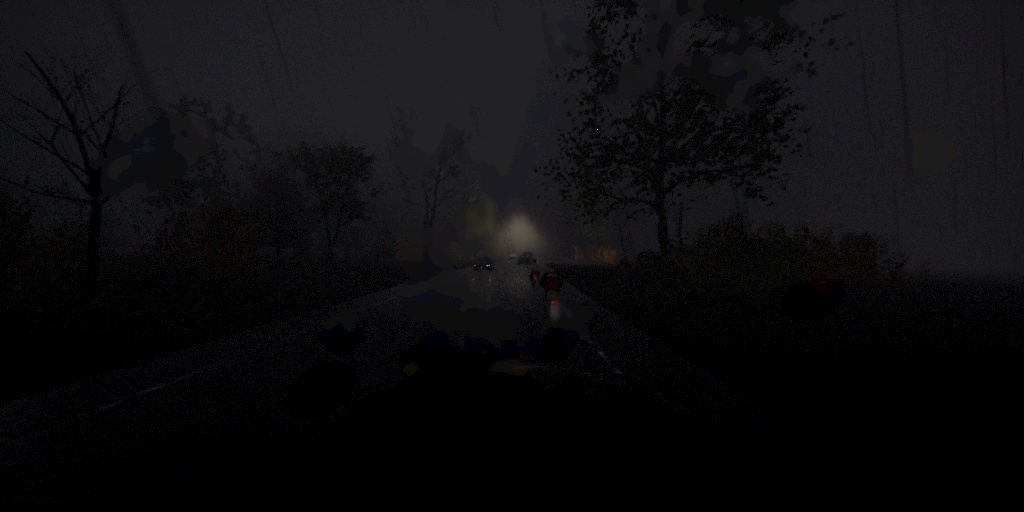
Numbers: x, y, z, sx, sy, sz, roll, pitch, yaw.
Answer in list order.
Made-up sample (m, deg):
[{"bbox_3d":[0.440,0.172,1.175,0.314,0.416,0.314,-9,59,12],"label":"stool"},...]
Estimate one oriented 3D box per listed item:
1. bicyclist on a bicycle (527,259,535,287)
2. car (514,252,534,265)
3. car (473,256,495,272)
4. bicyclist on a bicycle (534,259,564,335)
[{"bbox_3d":[1.196,0.949,18.788,0.866,1.612,1.509,0,1,1],"label":"bicyclist on a bicycle"},{"bbox_3d":[1.878,0.592,53.725,2.128,1.511,4.902,0,1,4],"label":"car"},{"bbox_3d":[-2.777,0.797,36.275,1.837,1.490,4.892,0,1,3],"label":"car"},{"bbox_3d":[1.018,1.012,9.211,0.659,1.776,1.843,0,1,1],"label":"bicyclist on a bicycle"}]
